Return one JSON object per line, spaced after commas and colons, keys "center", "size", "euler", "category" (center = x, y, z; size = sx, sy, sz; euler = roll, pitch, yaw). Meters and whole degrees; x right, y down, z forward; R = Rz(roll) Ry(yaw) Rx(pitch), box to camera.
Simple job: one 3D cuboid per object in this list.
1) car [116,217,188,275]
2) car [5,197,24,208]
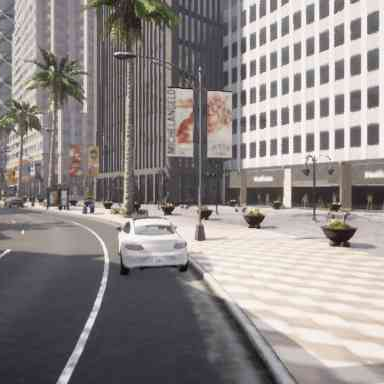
{"center": [-1.355, 1.515, 10.430], "size": [1.812, 1.442, 4.674], "euler": [0, 0, -14], "category": "car"}
{"center": [-25.899, 1.451, 48.418], "size": [2.231, 1.521, 4.892], "euler": [0, 0, -39], "category": "car"}
